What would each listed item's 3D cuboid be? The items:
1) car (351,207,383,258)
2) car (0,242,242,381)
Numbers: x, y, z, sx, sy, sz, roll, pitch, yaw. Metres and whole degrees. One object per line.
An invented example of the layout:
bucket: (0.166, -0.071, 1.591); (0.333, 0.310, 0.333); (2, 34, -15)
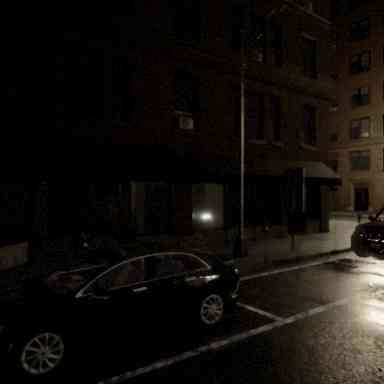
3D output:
car: (7.661, 1.332, 11.655); (5.009, 1.841, 2.192); (0, 0, -36)
car: (-1.151, 1.554, 5.366); (4.403, 1.369, 2.008); (0, 0, -36)
